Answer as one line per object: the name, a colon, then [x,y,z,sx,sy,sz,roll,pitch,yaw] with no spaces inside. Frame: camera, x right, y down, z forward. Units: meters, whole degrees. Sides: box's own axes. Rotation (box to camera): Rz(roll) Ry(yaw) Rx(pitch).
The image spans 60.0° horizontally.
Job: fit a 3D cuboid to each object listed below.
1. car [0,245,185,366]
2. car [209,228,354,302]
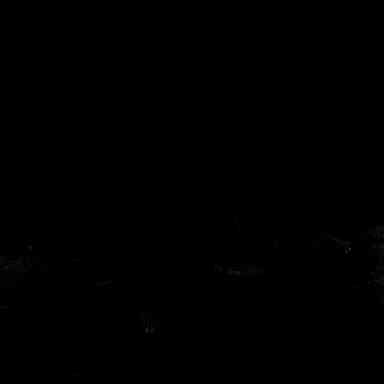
car: [-2.115,1.566,5.027,4.313,1.339,1.947,0,0,-35]
car: [2.365,1.582,8.220,4.206,1.307,1.802,0,0,-35]
